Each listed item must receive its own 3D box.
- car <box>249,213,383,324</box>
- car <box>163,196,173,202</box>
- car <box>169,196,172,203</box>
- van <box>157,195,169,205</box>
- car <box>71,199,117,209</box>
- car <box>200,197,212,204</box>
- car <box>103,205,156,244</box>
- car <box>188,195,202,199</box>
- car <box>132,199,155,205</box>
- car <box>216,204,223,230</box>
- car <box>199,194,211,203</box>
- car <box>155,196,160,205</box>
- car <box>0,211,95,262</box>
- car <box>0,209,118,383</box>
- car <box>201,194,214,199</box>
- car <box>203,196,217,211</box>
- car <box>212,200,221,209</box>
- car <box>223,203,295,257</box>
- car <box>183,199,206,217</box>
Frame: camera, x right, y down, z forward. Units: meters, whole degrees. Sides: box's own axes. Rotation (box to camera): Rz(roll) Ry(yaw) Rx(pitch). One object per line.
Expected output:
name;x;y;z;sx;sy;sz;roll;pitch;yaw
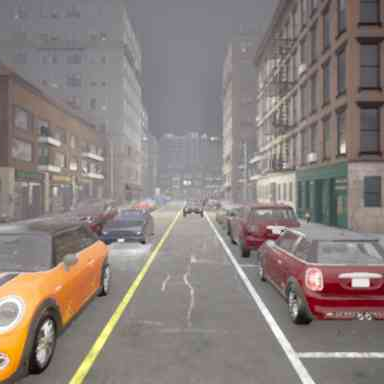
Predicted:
car;2.640;1.443;7.141;1.967;1.590;4.097;0;0;0
car;-5.369;1.605;75.087;1.947;1.339;4.313;0;0;0
car;-5.370;1.587;69.424;2.008;1.369;4.403;0;0;0
van;-5.373;1.370;58.101;1.690;1.788;3.998;0;0;0
car;-5.383;1.324;18.468;2.192;1.841;5.009;0;0;0
car;2.653;1.598;63.760;1.947;1.339;4.313;0;0;0
car;-2.840;1.555;15.988;2.033;1.411;5.357;0;0;0
car;0.108;1.527;45.645;1.837;1.490;4.892;0;0;0
car;-5.378;1.599;35.454;1.802;1.307;4.206;0;0;0
car;2.643;1.575;18.465;1.947;1.339;4.313;0;0;0
car;2.655;1.351;69.423;2.192;1.841;5.009;0;0;0
car;-5.377;1.545;40.945;1.752;1.417;4.829;0;0;0
car;-5.384;1.557;12.806;2.008;1.369;4.403;0;0;0
car;-2.850;1.355;5.574;2.097;1.767;4.553;0;0;0
car;2.651;1.341;52.436;2.192;1.841;5.009;0;0;0
car;2.648;1.570;41.113;2.008;1.369;4.403;0;0;0
car;2.644;1.537;24.297;1.752;1.417;4.829;0;0;0
car;2.641;1.321;12.803;2.192;1.841;5.009;0;0;0
car;0.114;1.616;31.546;1.895;1.301;4.718;0;0;0
